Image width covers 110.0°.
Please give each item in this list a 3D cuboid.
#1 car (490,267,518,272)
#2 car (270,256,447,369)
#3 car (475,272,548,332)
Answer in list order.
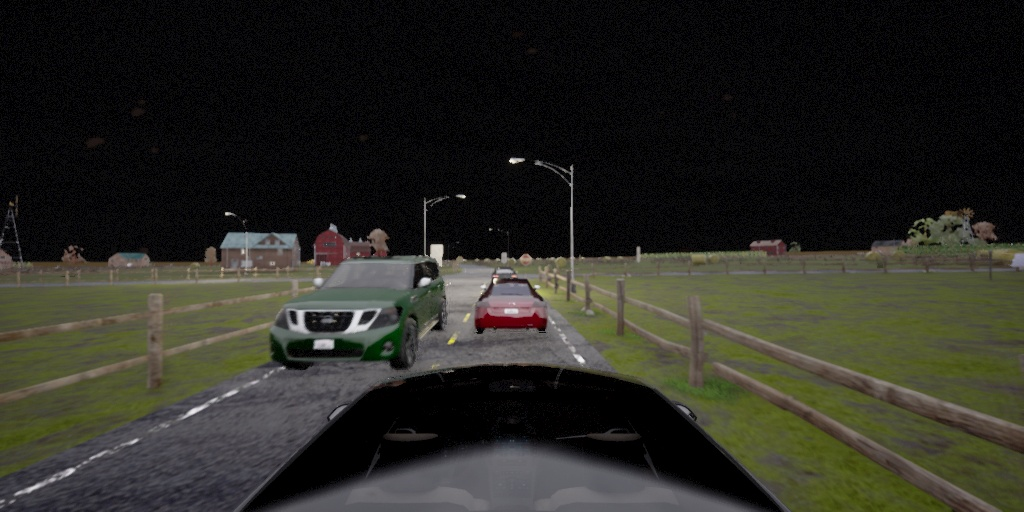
[{"bbox_3d":[-0.529,1.443,24.510,1.812,1.442,4.674,0,-1,-3],"label":"car"},{"bbox_3d":[-2.913,1.017,8.258,2.150,2.045,5.566,0,0,-1],"label":"car"},{"bbox_3d":[-0.051,1.380,11.103,1.994,1.385,4.181,0,0,-1],"label":"car"}]
